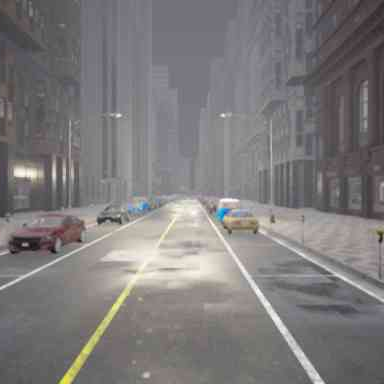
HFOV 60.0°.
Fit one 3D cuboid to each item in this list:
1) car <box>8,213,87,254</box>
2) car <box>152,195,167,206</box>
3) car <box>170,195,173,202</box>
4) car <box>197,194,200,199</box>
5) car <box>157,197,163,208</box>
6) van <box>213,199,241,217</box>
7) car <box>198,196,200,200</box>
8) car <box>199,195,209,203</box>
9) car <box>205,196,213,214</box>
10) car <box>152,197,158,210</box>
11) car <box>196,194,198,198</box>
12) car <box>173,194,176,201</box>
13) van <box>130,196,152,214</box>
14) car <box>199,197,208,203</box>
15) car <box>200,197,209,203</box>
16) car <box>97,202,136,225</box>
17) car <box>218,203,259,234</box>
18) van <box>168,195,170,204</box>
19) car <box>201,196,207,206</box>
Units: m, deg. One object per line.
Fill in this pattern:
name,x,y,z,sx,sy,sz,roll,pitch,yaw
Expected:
car,-5.761,1.588,13.744,1.887,1.381,4.507,0,0,0
car,-5.754,1.494,53.201,2.192,1.841,5.009,0,0,0
car,-5.750,1.678,70.112,1.967,1.590,4.097,0,0,0
car,2.775,1.553,70.120,2.192,1.841,5.009,0,0,0
car,-5.754,1.725,47.564,1.947,1.339,4.313,0,0,0
van,2.765,1.423,25.029,1.690,1.788,3.998,0,0,0
car,2.774,1.784,64.482,1.947,1.339,4.313,0,0,0
car,2.773,1.639,58.846,1.967,1.590,4.097,0,0,0
car,2.768,1.561,36.301,1.967,1.590,4.097,0,0,0
car,-5.756,1.706,41.927,1.947,1.339,4.313,0,0,0
car,2.780,1.758,92.663,1.967,1.590,4.097,0,0,0
car,-5.748,1.718,81.385,1.967,1.590,4.097,0,0,0
van,-5.758,1.461,36.292,1.690,1.788,3.998,0,0,0
car,2.778,1.844,81.391,1.947,1.339,4.313,0,0,0
car,2.776,1.803,75.755,1.887,1.381,4.507,0,0,0
car,-5.759,1.647,25.017,1.947,1.339,4.313,0,0,0
car,2.765,1.588,19.562,1.752,1.417,4.829,0,0,0
van,-5.752,1.560,64.475,1.690,1.788,3.998,0,0,0
car,2.770,1.710,47.573,2.008,1.369,4.403,0,0,0
